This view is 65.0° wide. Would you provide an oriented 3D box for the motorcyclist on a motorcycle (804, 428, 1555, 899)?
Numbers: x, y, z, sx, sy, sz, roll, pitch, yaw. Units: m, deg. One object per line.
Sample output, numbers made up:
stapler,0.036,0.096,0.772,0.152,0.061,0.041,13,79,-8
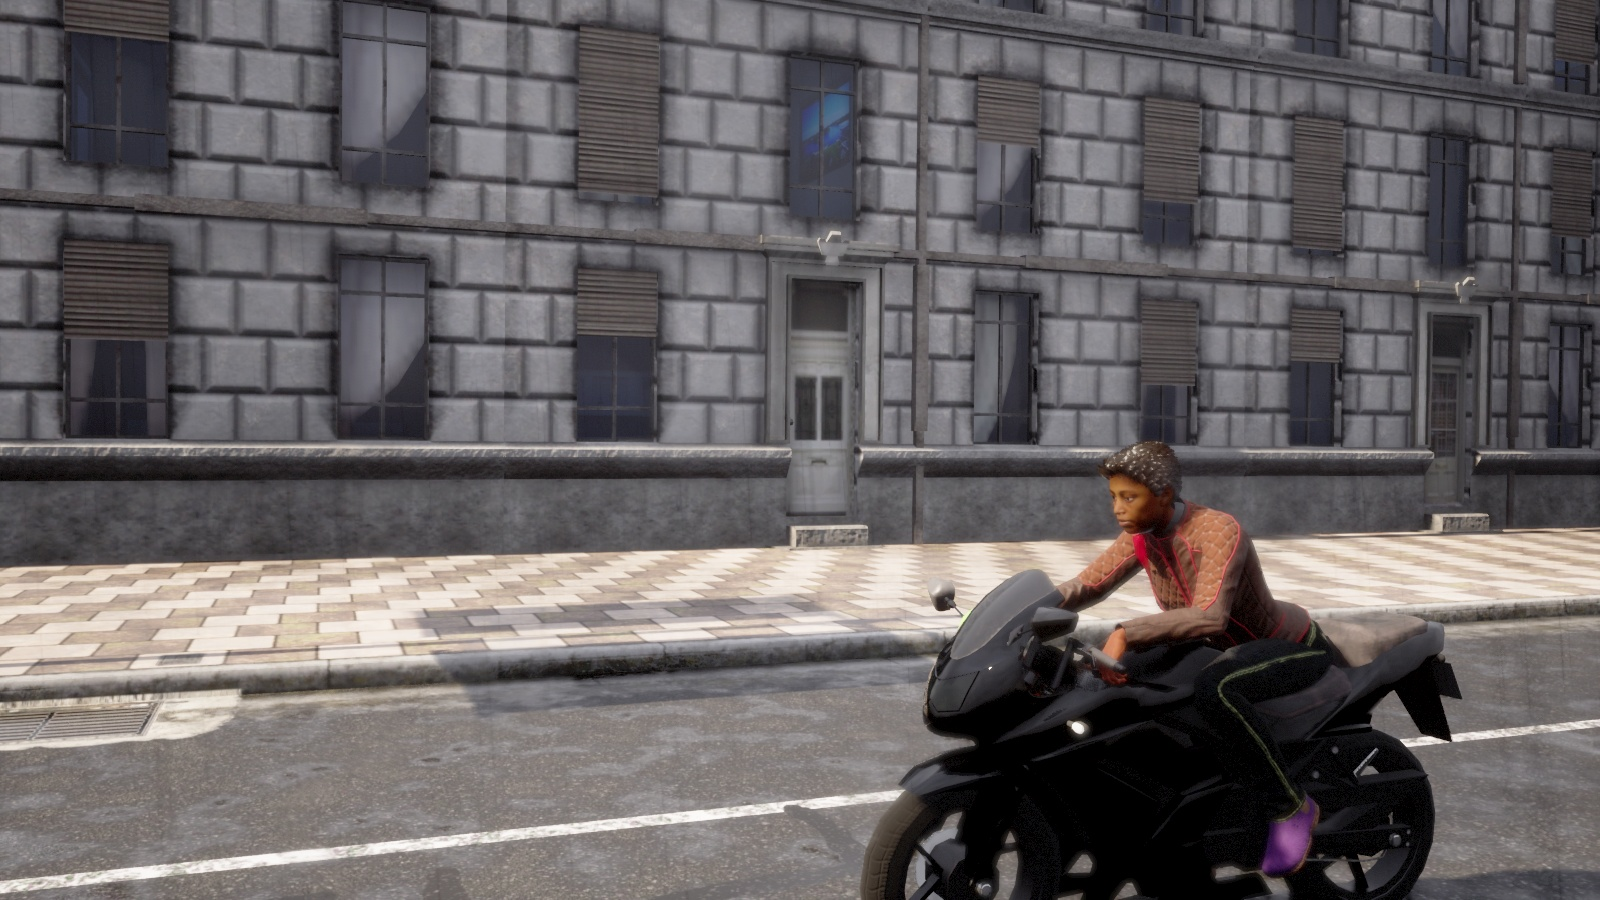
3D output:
motorcyclist on a motorcycle,1.116,0.708,3.691,2.044,1.523,0.797,-1,1,-21
